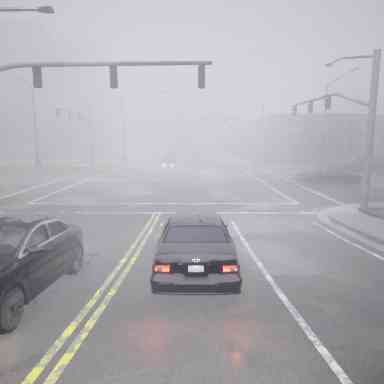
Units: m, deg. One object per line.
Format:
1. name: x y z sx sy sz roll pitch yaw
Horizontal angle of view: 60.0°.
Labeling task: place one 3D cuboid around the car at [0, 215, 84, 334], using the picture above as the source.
1. car: -3.609 1.294 6.481 2.128 1.511 4.902 0 3 0

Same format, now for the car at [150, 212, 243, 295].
1. car: 0.087 1.219 8.383 2.033 1.411 5.357 0 4 0

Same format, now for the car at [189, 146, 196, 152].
1. car: 0.139 -11.700 90.633 1.837 1.490 4.892 0 9 0

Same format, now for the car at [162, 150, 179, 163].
1. car: -3.517 -5.293 51.507 2.033 1.411 5.357 0 9 0

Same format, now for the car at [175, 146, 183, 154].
1. car: -3.391 -8.498 71.181 2.033 1.411 5.357 0 9 0

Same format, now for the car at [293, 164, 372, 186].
1. car: 10.992 -1.278 26.779 5.357 1.411 2.033 0 9 0

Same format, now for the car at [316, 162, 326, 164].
1. car: 16.332 -3.047 37.308 4.902 1.511 2.128 0 9 0

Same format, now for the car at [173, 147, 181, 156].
1. car: -3.474 -6.877 60.985 1.837 1.490 4.892 0 9 0

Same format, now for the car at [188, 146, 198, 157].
1. car: 0.204 -8.032 67.920 1.882 1.535 5.008 0 9 0

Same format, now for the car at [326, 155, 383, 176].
1. car: 17.076 -2.751 33.802 5.566 2.045 2.150 0 9 1
